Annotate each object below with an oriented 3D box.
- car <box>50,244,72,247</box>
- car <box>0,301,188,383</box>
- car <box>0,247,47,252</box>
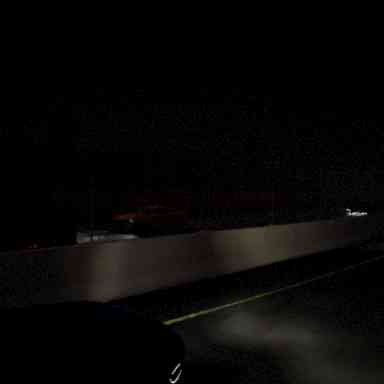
[{"bbox_3d":[-6.833,1.514,12.182,5.008,1.535,1.882,0,0,-38],"label":"car"},{"bbox_3d":[-2.323,1.481,2.248,5.008,1.535,1.882,0,0,-35],"label":"car"},{"bbox_3d":[-6.169,1.584,8.361,4.181,1.385,1.994,0,0,-36],"label":"car"}]
